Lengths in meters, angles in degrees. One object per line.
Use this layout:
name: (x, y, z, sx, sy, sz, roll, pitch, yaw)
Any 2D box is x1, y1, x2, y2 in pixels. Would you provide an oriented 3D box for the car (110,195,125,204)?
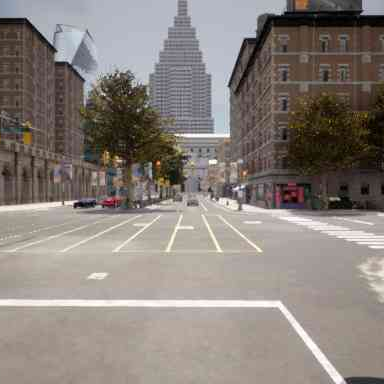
car: (-14.963, 1.477, 66.919, 1.882, 1.535, 5.008, 0, 0, 0)

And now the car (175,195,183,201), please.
car: (-3.452, 1.500, 87.319, 1.837, 1.490, 4.892, 0, 0, 0)

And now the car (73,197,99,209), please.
car: (-15.047, 1.601, 46.711, 1.895, 1.301, 4.718, 0, 0, 0)

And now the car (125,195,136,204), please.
car: (-11.468, 1.505, 57.732, 1.837, 1.490, 4.892, 0, 0, 0)

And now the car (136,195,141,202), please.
car: (-11.462, 1.352, 67.722, 2.097, 1.767, 4.553, 0, 0, 0)

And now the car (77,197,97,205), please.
car: (-18.217, 1.595, 57.827, 1.895, 1.301, 4.718, 0, 0, 0)

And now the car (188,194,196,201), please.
car: (0.048, 1.355, 87.401, 2.097, 1.767, 4.553, 0, 0, 0)

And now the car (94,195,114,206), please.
car: (-14.969, 1.352, 56.819, 2.097, 1.767, 4.553, 0, 0, 0)

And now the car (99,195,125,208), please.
car: (-11.542, 1.477, 47.935, 1.882, 1.535, 5.008, 0, 0, 0)

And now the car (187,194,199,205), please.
car: (0.132, 1.547, 56.824, 2.033, 1.411, 5.357, 0, 0, 0)

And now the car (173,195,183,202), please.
car: (-3.457, 1.540, 77.834, 2.033, 1.411, 5.357, 0, 0, 0)
